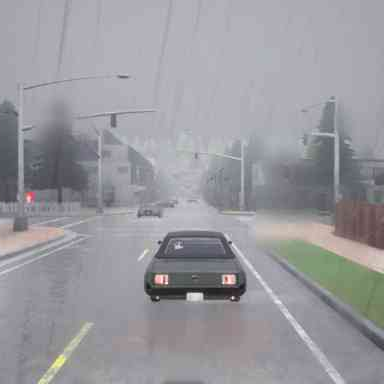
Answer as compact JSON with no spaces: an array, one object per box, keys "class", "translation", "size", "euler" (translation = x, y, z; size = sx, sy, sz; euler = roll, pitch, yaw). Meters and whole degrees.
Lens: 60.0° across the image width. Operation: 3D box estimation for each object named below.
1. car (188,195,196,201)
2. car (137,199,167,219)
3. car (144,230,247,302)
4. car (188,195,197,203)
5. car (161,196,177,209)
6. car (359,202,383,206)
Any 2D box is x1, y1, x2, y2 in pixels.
[{"class":"car","translation":[0.039,1.478,81.486],"size":[1.882,1.535,5.008],"euler":[0,0,0]},{"class":"car","translation":[-3.587,1.565,29.307],"size":[1.994,1.385,4.181],"euler":[0,0,0]},{"class":"car","translation":[0.072,1.601,8.219],"size":[1.895,1.301,4.718],"euler":[0,0,0]},{"class":"car","translation":[0.037,1.595,71.450],"size":[1.895,1.301,4.718],"euler":[0,0,0]},{"class":"car","translation":[-3.576,1.351,46.209],"size":[2.097,1.767,4.553],"euler":[0,0,0]},{"class":"car","translation":[15.313,1.582,29.278],"size":[4.718,1.301,1.895],"euler":[0,0,-8]}]
